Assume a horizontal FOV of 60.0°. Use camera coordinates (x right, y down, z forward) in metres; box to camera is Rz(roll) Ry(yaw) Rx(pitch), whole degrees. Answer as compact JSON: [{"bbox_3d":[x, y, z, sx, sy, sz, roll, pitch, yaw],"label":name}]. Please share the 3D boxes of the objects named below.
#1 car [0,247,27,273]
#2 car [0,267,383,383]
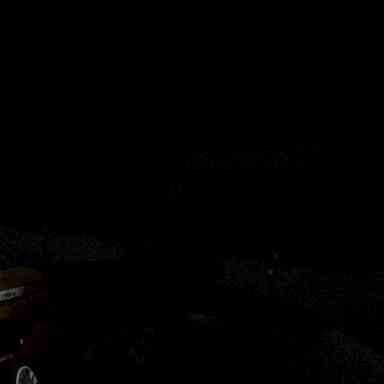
[{"bbox_3d":[-4.670,1.523,6.419,4.829,1.417,1.752,0,1,36],"label":"car"},{"bbox_3d":[0.011,1.581,3.070,4.206,1.307,1.802,0,1,36],"label":"car"}]
